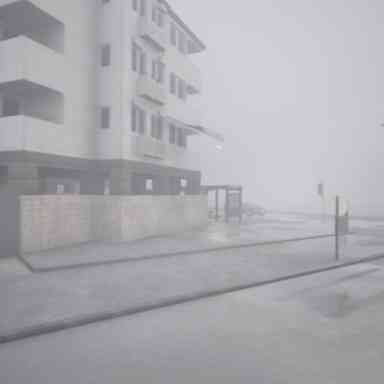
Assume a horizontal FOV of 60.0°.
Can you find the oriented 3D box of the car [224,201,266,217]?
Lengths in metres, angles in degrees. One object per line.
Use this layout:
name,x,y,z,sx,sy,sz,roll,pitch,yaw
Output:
car,5.307,1.687,33.701,2.128,1.511,4.902,1,0,-36
